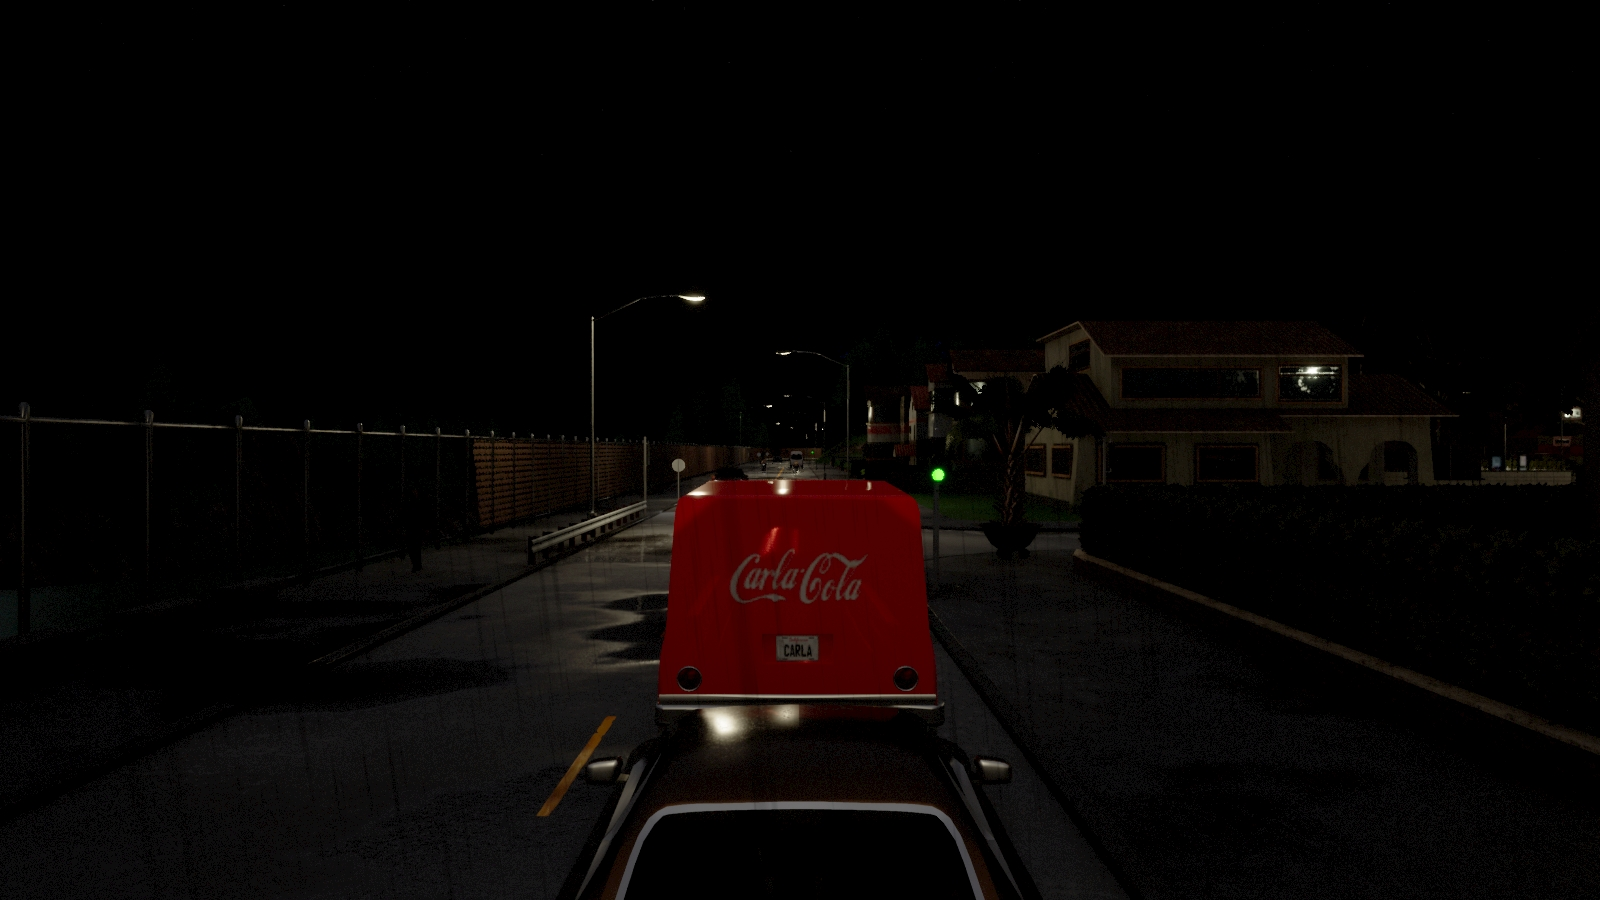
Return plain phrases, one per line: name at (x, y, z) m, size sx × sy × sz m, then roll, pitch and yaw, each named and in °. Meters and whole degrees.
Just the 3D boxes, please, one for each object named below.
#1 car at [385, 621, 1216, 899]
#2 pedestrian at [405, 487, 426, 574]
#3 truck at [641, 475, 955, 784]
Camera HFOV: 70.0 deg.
car at (-0.006, 1.989, 5.238) m, size 2.152 × 1.651 × 5.027 m, roll 0°, pitch 0°, yaw 0°
pedestrian at (-8.348, 1.735, 24.810) m, size 0.375 × 1.860 × 0.375 m, roll 0°, pitch 0°, yaw -9°
truck at (-0.025, 1.564, 12.171) m, size 2.627 × 2.467 × 5.204 m, roll 0°, pitch 0°, yaw 0°
